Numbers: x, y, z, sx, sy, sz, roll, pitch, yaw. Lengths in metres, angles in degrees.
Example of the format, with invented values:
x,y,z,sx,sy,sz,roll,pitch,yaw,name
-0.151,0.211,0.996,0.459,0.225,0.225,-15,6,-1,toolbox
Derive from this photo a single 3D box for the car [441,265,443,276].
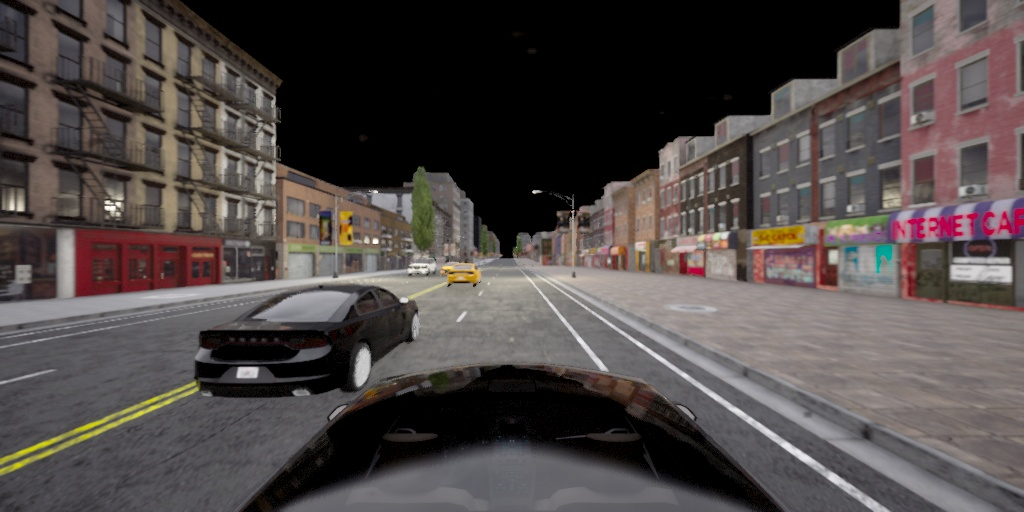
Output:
x,y,z,sx,sy,sz,roll,pitch,yaw,name
-6.628,1.422,39.917,1.882,1.535,5.008,0,-1,0,car

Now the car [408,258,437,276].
x,y,z,sx,sy,sz,roll,pitch,yaw,name
-9.878,1.201,39.893,2.150,2.045,5.566,0,-1,0,car

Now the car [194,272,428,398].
x,y,z,sx,sy,sz,roll,pitch,yaw,name
-3.163,1.238,6.756,1.882,1.535,5.008,0,0,0,car

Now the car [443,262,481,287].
x,y,z,sx,sy,sz,roll,pitch,yaw,name
-3.227,1.255,25.007,1.882,1.535,5.008,0,0,0,car
